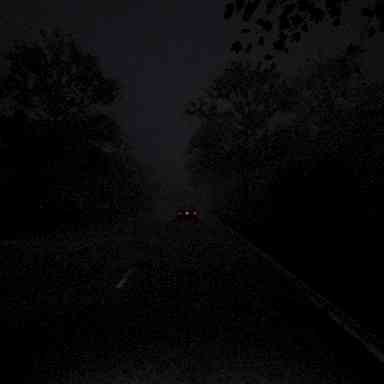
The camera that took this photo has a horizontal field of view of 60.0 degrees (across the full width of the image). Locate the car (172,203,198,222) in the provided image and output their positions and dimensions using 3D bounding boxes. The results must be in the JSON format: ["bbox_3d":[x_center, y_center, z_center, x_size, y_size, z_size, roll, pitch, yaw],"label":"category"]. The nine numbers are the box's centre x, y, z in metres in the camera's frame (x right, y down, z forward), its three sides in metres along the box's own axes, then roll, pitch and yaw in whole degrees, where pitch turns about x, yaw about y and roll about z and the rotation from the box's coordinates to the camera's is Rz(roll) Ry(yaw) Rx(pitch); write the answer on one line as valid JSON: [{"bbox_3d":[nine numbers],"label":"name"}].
[{"bbox_3d":[-0.454,1.863,29.908,2.033,1.411,5.357,0,-1,-1],"label":"car"}]

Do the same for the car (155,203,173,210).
[{"bbox_3d":[-5.591,3.392,77.389,4.902,1.511,2.128,-3,-4,43],"label":"car"}]

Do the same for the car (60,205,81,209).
[{"bbox_3d":[-29.938,3.763,81.612,4.718,1.301,1.895,-1,-3,11],"label":"car"}]

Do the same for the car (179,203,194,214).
[{"bbox_3d":[-0.806,2.322,47.631,2.033,1.411,5.357,0,-2,-1],"label":"car"}]

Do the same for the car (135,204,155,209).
[{"bbox_3d":[-10.387,3.391,76.989,4.674,1.442,1.812,-2,-3,29],"label":"car"}]
